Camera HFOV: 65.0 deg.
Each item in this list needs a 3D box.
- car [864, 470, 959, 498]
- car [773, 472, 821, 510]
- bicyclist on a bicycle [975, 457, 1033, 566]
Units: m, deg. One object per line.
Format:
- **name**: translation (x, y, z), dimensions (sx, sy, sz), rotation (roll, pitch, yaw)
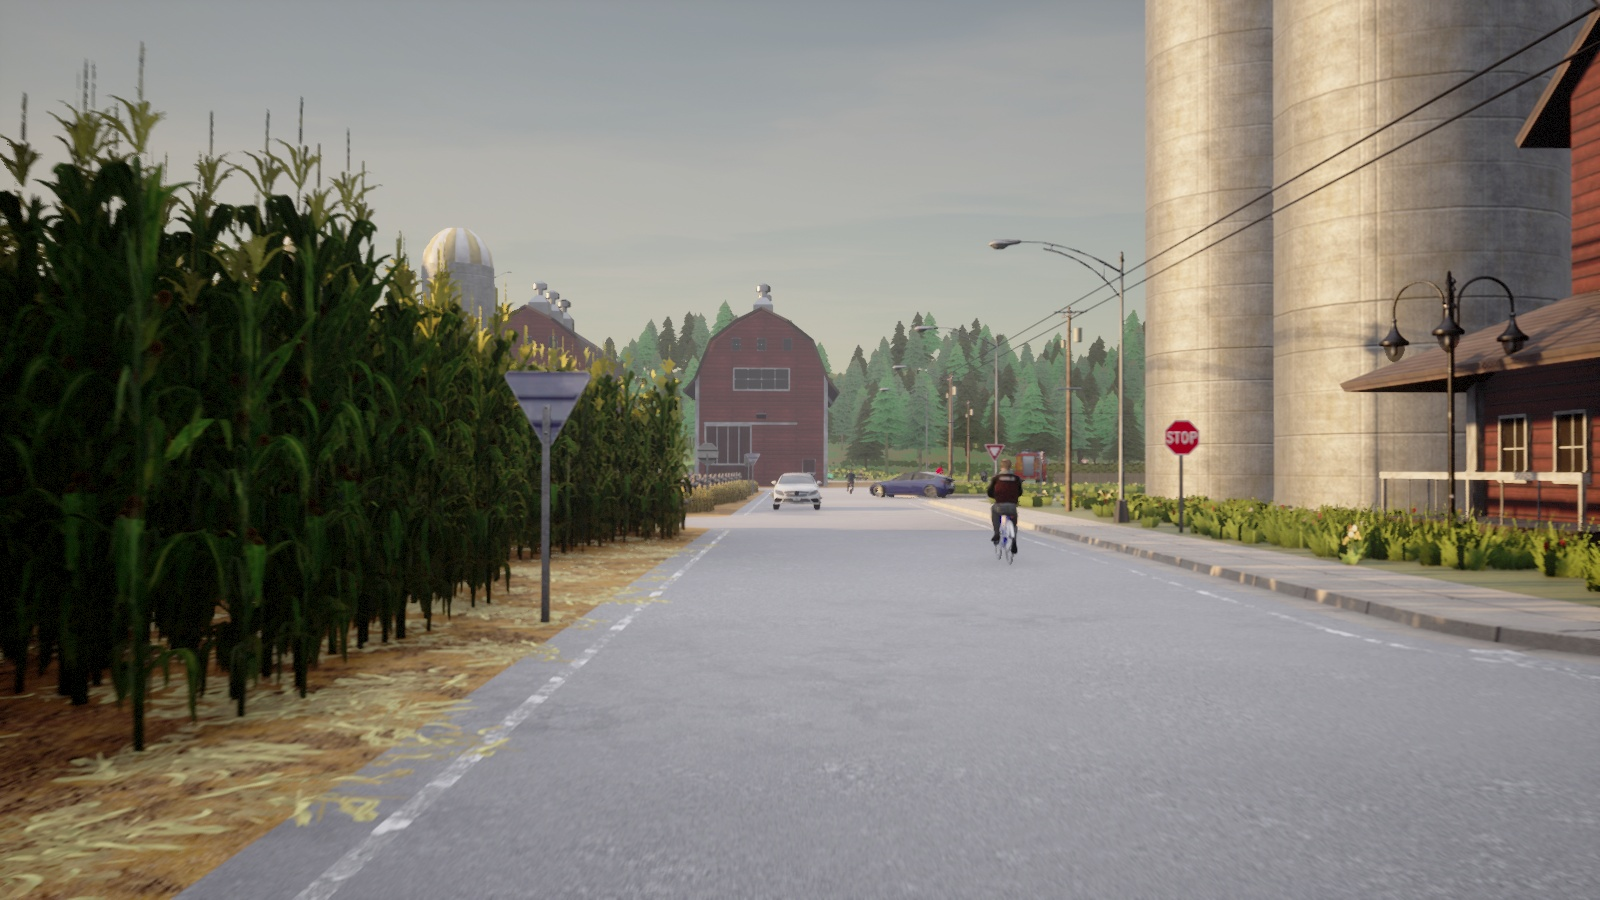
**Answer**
- **car**: translation (6.222, 1.886, 69.903), dimensions (4.792, 1.488, 2.163), rotation (-1, -1, 26)
- **car**: translation (-0.119, 1.635, 50.621), dimensions (1.812, 1.442, 4.674), rotation (0, -1, 0)
- **bicyclist on a bicycle**: translation (3.449, 1.005, 21.359), dimensions (0.659, 1.776, 1.843), rotation (0, -1, 0)
